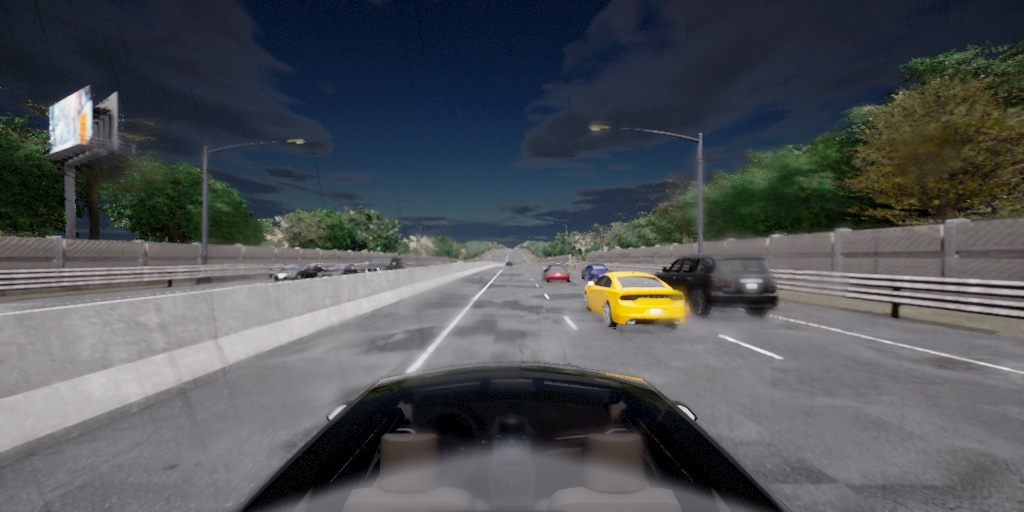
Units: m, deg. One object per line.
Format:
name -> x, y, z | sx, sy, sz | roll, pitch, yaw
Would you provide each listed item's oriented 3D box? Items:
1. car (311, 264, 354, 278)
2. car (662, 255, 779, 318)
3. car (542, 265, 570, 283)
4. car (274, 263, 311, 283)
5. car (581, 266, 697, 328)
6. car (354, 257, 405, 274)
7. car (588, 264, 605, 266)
car -> -14.062, 1.437, 29.278 | 1.994, 1.385, 4.181 | 0, 0, 0
car -> 7.113, 0.998, 13.306 | 2.150, 2.045, 5.566 | 0, 0, 0
car -> 3.632, 1.443, 30.034 | 1.994, 1.385, 4.181 | 0, 0, 0
car -> -17.560, 1.368, 29.773 | 2.128, 1.511, 4.902 | 0, 0, 0
car -> 3.607, 1.248, 11.446 | 1.882, 1.535, 5.008 | 0, 0, 0
car -> -10.563, 1.098, 29.704 | 2.150, 2.045, 5.566 | 0, 0, 0
car -> 7.134, 1.408, 30.460 | 1.812, 1.442, 4.674 | 0, 0, 0
